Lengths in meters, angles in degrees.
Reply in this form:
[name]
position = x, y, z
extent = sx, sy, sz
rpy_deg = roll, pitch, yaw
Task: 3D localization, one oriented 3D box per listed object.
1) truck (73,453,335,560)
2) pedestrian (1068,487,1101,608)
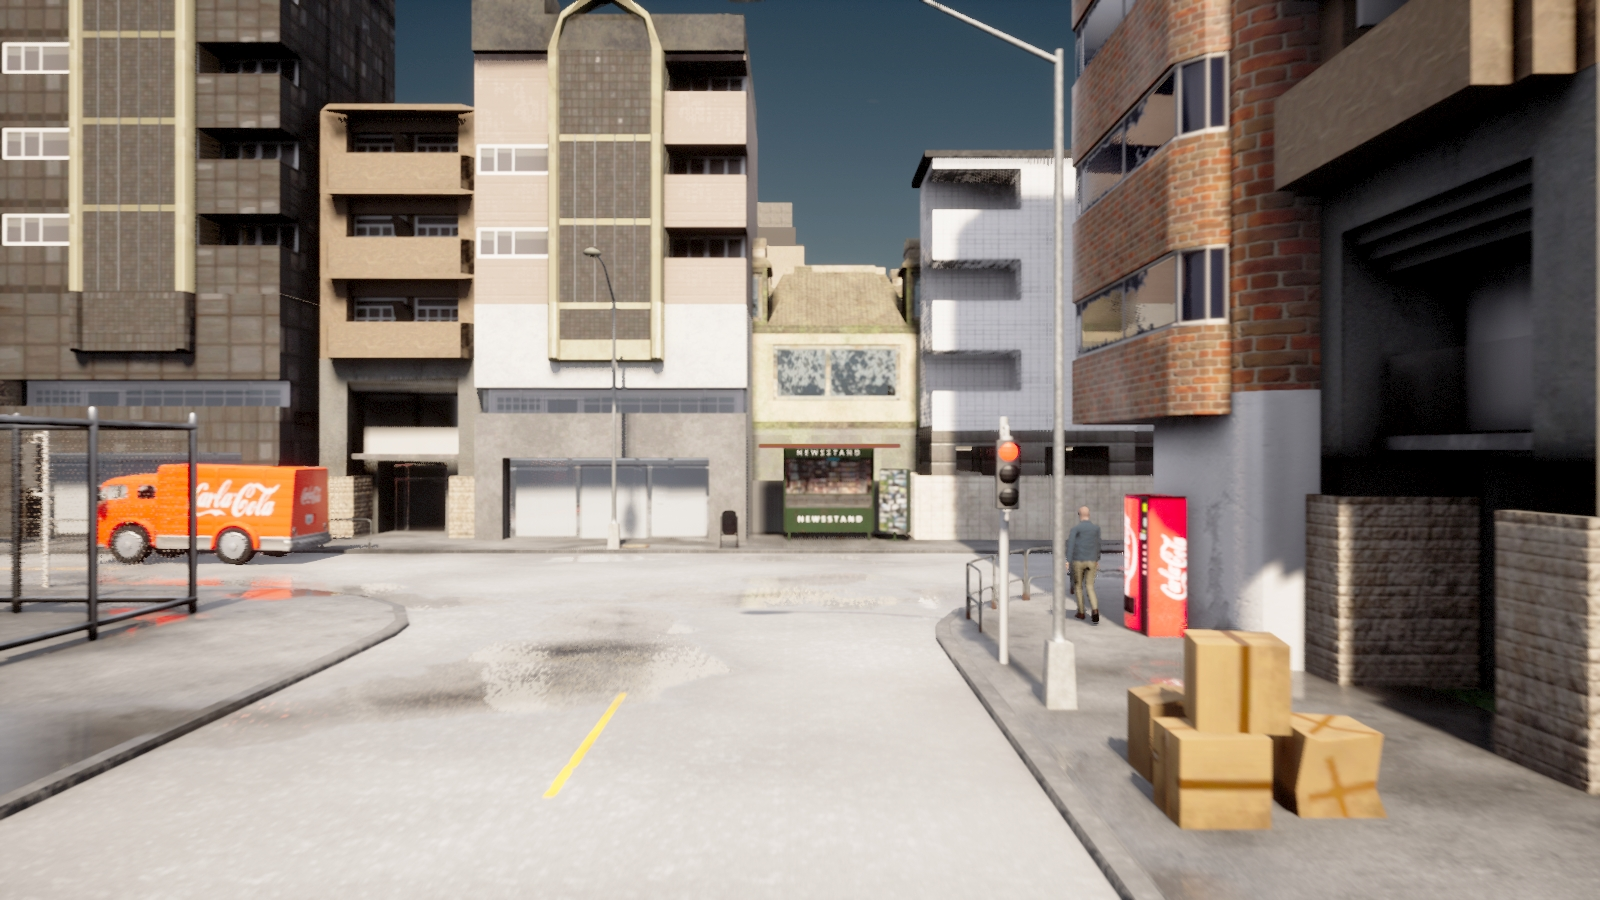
[truck]
position = -14.959, 1.365, 28.954
extent = 5.204, 2.467, 2.627
rpy_deg = 1, 0, 0
[pedestrian]
position = 4.442, 1.516, 17.853
extent = 0.375, 1.860, 0.375
rpy_deg = 0, 0, -8
